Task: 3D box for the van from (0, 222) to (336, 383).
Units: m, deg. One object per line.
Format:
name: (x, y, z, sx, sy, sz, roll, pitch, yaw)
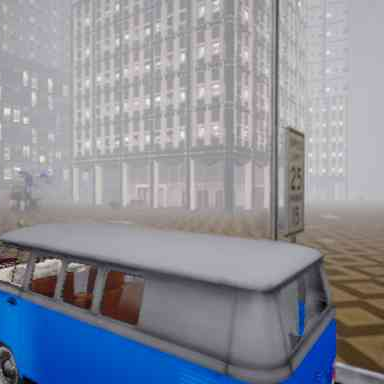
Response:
van: (-0.626, 1.290, 3.453, 3.998, 1.788, 1.690, 1, 1, 35)
